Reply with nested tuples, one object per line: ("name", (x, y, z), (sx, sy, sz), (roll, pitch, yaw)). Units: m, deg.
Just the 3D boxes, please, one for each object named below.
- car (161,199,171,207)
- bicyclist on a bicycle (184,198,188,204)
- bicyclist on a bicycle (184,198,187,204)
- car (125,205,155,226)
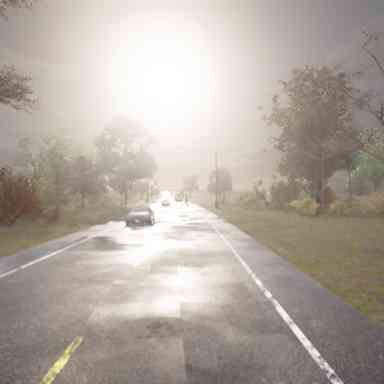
("car", (-5.131, 2.153, 65.711), (1.812, 1.442, 4.674), (0, -1, -2))
("bicyclist on a bicycle", (-1.165, 2.092, 75.736), (0.659, 1.776, 1.843), (0, 0, -3))
("bicyclist on a bicycle", (-1.699, 2.245, 84.738), (0.866, 1.612, 1.509), (0, -1, -4))
("car", (-3.861, 1.772, 25.470), (1.812, 1.442, 4.674), (0, -1, -1))
